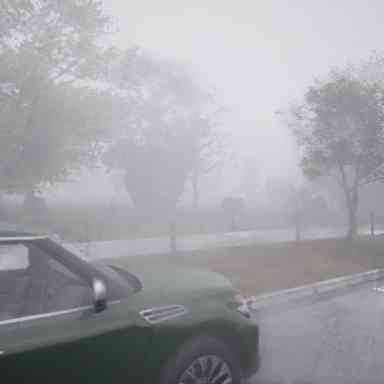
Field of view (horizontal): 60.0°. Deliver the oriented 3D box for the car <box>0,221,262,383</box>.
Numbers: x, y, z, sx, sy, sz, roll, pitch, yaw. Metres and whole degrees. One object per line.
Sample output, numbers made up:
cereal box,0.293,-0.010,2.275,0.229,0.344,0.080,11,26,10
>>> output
car,-1.939,1.223,2.714,5.566,2.045,2.435,0,-2,-35
